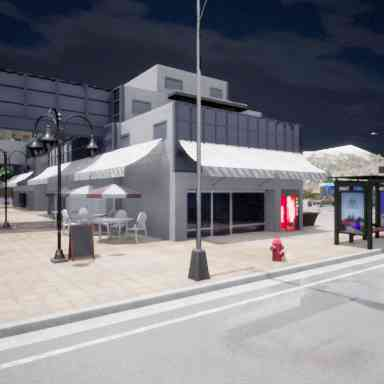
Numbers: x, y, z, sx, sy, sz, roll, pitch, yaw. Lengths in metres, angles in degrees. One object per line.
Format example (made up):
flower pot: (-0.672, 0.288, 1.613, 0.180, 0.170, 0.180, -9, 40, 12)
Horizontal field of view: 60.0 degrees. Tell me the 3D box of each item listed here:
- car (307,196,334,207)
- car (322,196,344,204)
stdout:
car: (19.184, 1.345, 48.811, 5.027, 1.636, 2.152, 0, 0, -36)
car: (28.470, 1.490, 66.923, 4.514, 1.523, 2.007, 0, 0, -36)
